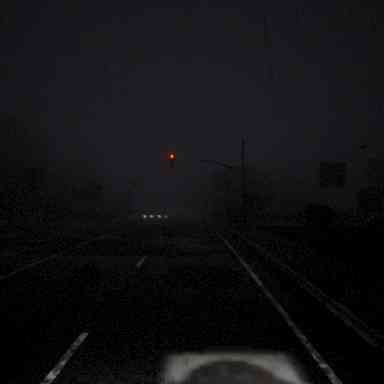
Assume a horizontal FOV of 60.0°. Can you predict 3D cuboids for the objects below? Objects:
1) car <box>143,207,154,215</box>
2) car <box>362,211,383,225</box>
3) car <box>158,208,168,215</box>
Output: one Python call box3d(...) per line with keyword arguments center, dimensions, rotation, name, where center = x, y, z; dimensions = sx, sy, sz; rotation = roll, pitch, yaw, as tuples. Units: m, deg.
box3d(center=(-10.516, 4.695, 80.882), dimensions=(2.097, 1.767, 4.553), rotation=(0, -1, 0), name="car")
box3d(center=(19.439, 2.618, 33.072), dimensions=(4.674, 1.442, 1.812), rotation=(0, -4, -3), name="car")
box3d(center=(-7.016, 4.696, 80.896), dimensions=(2.097, 1.767, 4.553), rotation=(0, -1, 0), name="car")
